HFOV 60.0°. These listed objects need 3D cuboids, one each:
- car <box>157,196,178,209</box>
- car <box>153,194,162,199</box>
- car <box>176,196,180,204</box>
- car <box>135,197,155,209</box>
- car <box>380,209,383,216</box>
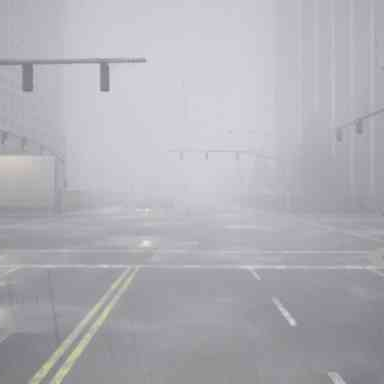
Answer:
[{"bbox_3d":[-3.577,1.726,48.679,2.033,1.411,5.357,0,0,0],"label":"car"},{"bbox_3d":[-6.989,1.481,64.971,1.812,1.442,4.674,0,0,0],"label":"car"},{"bbox_3d":[-3.489,1.570,64.970,2.128,1.511,4.902,0,0,0],"label":"car"},{"bbox_3d":[-7.073,1.743,48.810,1.994,1.385,4.181,0,0,0],"label":"car"},{"bbox_3d":[18.294,1.647,27.442,4.718,1.301,1.895,0,0,0],"label":"car"}]
